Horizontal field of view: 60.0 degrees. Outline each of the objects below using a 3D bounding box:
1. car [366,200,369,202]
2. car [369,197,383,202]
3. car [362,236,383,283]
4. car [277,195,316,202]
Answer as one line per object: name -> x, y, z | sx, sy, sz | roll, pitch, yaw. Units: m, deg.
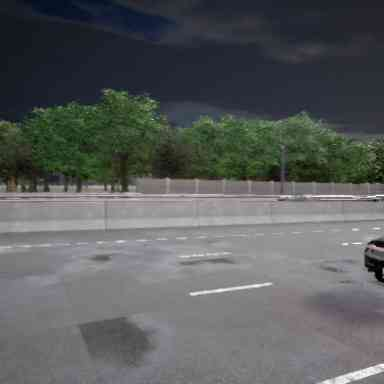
car -> 27.585, 1.353, 48.313 | 4.718, 1.301, 1.895 | 1, 1, -24
car -> 20.761, 1.357, 33.683 | 4.892, 1.490, 1.837 | 1, 1, -24
car -> 6.280, 1.472, 7.848 | 4.902, 1.511, 2.128 | 1, 1, -24
car -> 13.206, 1.143, 41.790 | 5.357, 1.411, 2.033 | 1, 1, -24
